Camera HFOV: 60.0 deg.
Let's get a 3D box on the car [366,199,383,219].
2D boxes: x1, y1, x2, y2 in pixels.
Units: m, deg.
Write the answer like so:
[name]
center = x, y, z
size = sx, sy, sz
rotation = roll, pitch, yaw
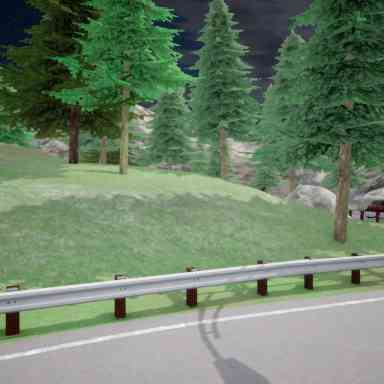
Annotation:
[car]
center = 16.062, 1.369, 26.099
size = 2.097, 1.767, 4.553
rotation = 0, 0, -19
